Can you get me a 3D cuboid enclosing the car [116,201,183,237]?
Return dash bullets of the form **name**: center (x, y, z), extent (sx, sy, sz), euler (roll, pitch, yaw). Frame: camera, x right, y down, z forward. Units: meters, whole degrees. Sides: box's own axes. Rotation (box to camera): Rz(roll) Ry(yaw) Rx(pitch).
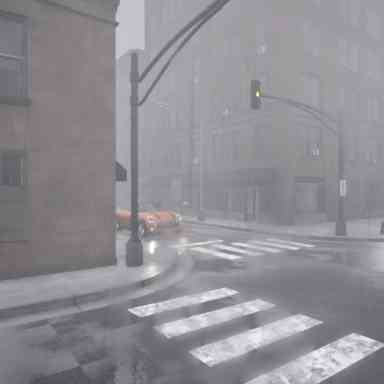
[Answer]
- **car**: center (-2.372, 1.263, 17.511), extent (2.097, 1.767, 4.553), euler (0, 0, -35)
